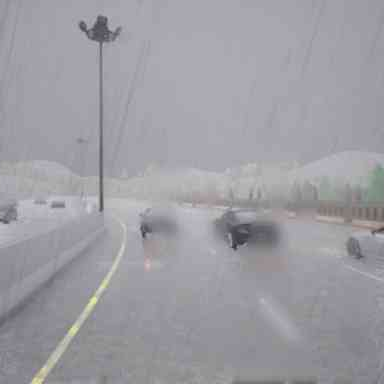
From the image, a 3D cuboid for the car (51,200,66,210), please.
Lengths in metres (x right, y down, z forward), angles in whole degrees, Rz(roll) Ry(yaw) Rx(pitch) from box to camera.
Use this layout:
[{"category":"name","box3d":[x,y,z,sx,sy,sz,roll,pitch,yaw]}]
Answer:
[{"category":"car","box3d":[-19.252,1.815,47.982,1.895,1.301,4.718,0,0,-21]}]

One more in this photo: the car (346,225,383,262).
[{"category":"car","box3d":[6.416,1.526,9.610,1.812,1.442,4.674,0,0,-6]}]

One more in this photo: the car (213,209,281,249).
[{"category":"car","box3d":[2.232,1.510,14.809,1.882,1.535,5.008,0,0,-9]}]

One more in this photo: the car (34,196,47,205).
[{"category":"car","box3d":[-28.980,1.632,63.626,2.097,1.767,4.553,0,0,-21]}]

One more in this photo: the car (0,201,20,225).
[{"category":"car","box3d":[-14.658,1.681,25.491,2.033,1.411,5.357,0,0,-17]}]

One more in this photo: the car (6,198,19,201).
[{"category":"car","box3d":[-28.717,1.772,53.123,1.837,1.490,4.892,0,0,-21]}]

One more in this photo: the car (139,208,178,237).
[{"category":"car","box3d":[-1.922,1.585,18.332,1.812,1.442,4.674,0,0,-11]}]
